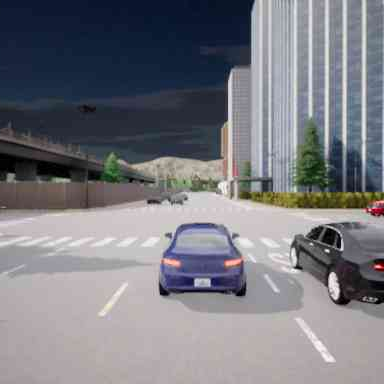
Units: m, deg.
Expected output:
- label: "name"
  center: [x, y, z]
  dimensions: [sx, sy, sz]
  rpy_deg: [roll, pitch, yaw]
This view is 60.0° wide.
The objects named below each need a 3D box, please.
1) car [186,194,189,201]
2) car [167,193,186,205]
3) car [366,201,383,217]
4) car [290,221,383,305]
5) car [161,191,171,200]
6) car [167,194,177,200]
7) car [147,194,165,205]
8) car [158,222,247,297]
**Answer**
- label: "car"
  center: [-1.776, 1.174, 69.124]
  dimensions: [1.837, 1.490, 4.892]
  rpy_deg: [0, 0, 1]
- label: "car"
  center: [-2.299, 1.258, 51.585]
  dimensions: [1.837, 1.490, 4.892]
  rpy_deg: [0, 0, 2]
- label: "car"
  center: [17.603, 1.142, 27.683]
  dimensions: [5.566, 2.045, 2.150]
  rpy_deg: [0, 0, 2]
- label: "car"
  center: [3.749, 1.466, 7.949]
  dimensions: [1.837, 1.490, 4.892]
  rpy_deg: [0, 0, 2]
- label: "car"
  center: [-5.309, 0.892, 68.008]
  dimensions: [2.150, 2.045, 5.566]
  rpy_deg: [0, 1, 2]
- label: "car"
  center: [-4.949, 1.147, 82.029]
  dimensions: [1.994, 1.385, 4.181]
  rpy_deg: [0, 0, 1]
- label: "car"
  center: [-5.805, 1.355, 51.432]
  dimensions: [1.895, 1.301, 4.718]
  rpy_deg: [0, 0, 2]
- label: "car"
  center: [0.252, 1.485, 8.397]
  dimensions: [1.812, 1.442, 4.674]
  rpy_deg: [0, 0, 1]
